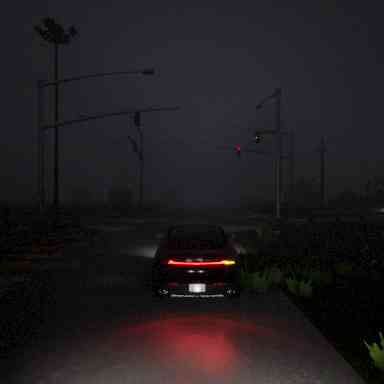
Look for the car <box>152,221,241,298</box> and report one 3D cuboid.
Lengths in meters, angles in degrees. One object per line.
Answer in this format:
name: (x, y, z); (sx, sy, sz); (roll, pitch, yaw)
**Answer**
car: (0.096, 1.505, 8.499); (1.837, 1.490, 4.892); (0, 0, 0)
